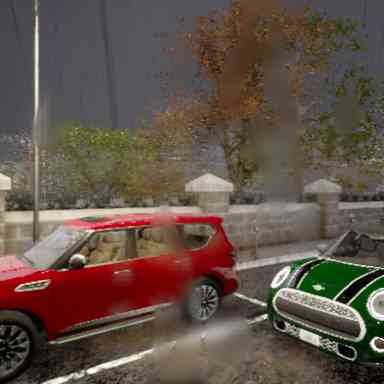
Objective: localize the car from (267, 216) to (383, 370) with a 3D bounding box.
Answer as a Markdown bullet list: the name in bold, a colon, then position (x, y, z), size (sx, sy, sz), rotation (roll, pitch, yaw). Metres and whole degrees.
- **car**: position (3.424, 1.386, 5.812), size (4.553, 1.767, 2.097), rotation (0, 0, -35)

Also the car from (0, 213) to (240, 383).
- **car**: position (-1.430, 1.326, 5.545), size (5.009, 1.841, 2.192), rotation (0, 0, -36)
